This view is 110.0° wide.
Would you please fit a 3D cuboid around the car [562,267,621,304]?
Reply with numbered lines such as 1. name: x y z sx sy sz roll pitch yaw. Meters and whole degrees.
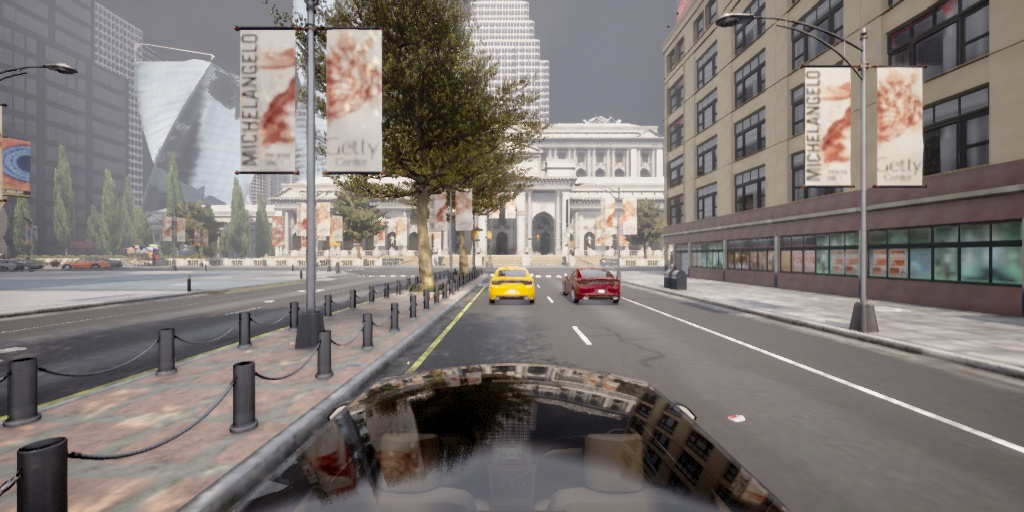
1. car: 3.500 1.234 16.500 1.882 1.535 5.008 0 0 0

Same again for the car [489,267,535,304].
1. car: 0.000 1.234 16.500 1.882 1.535 5.008 0 0 0
